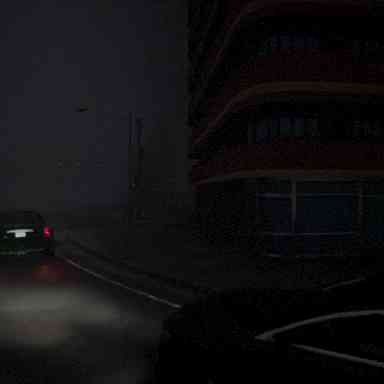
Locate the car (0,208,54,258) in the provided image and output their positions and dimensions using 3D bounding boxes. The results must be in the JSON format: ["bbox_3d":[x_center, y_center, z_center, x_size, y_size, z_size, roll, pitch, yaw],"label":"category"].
[{"bbox_3d":[-6.533,1.355,12.136,2.097,1.767,4.553,0,0,-34],"label":"car"}]

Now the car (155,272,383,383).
[{"bbox_3d":[1.838,1.493,2.826,4.902,1.511,2.128,0,0,36],"label":"car"}]
